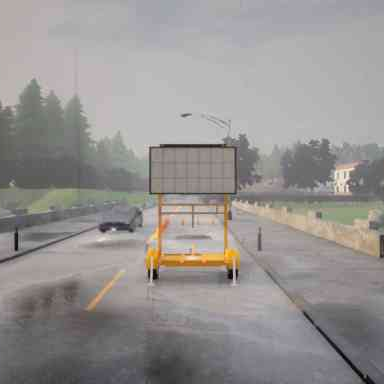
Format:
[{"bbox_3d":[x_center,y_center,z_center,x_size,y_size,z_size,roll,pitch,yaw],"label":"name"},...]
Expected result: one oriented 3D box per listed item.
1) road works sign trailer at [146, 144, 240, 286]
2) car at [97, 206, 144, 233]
[{"bbox_3d":[0.026,0.464,9.353,2.380,3.560,2.880,0,0,0],"label":"road works sign trailer"},{"bbox_3d":[-4.045,1.547,19.845,2.033,1.411,5.357,0,0,0],"label":"car"}]
